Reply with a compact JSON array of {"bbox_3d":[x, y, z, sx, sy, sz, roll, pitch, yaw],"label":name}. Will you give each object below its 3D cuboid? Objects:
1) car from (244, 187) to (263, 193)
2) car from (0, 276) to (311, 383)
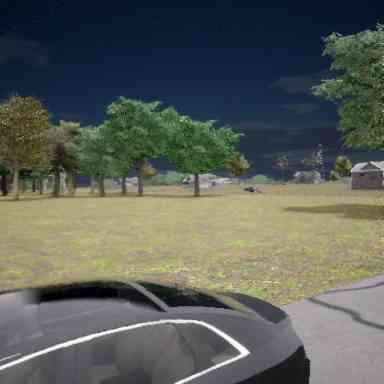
[{"bbox_3d":[13.743,-0.445,74.277,1.837,1.490,4.892,0,0,-36],"label":"car"},{"bbox_3d":[-1.222,1.503,2.200,4.892,1.490,1.837,0,0,-35],"label":"car"}]
